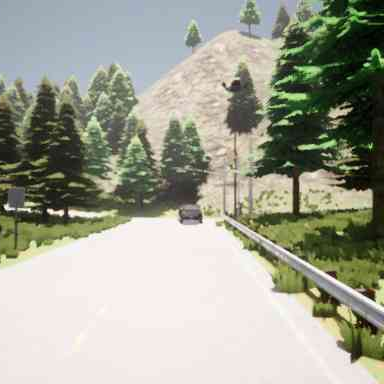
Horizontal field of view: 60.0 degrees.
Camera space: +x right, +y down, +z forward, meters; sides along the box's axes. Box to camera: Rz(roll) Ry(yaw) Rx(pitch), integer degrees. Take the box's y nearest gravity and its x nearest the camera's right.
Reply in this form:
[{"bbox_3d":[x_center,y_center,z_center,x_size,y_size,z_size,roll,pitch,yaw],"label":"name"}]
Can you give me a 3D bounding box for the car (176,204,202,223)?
[{"bbox_3d":[-0.265,1.808,28.452,2.128,1.511,4.902,0,0,-6],"label":"car"}]
